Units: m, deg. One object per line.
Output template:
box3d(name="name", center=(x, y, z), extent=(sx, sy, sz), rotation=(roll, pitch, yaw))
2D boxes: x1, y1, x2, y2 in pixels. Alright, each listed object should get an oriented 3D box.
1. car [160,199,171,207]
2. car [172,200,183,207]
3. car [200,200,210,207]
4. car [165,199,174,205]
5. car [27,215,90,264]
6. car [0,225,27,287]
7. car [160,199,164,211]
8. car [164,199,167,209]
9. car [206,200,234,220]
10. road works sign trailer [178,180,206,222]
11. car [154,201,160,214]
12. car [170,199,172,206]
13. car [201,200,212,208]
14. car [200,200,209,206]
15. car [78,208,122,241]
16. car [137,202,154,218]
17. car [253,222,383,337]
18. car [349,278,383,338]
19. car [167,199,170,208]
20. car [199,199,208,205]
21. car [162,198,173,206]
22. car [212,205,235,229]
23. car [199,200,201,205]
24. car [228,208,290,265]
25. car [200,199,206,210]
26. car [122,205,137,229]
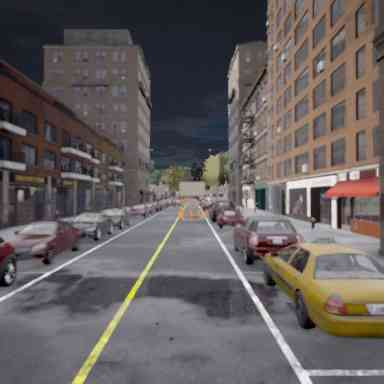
box3d(name="car", center=(-5.373, 2.239, 67.240), extent=(1.752, 1.417, 4.829), rotation=(0, -1, 0))
box3d(name="car", center=(-2.760, 2.209, 64.583), extent=(1.812, 1.442, 4.674), rotation=(0, -1, 1))
box3d(name="car", center=(2.652, 2.260, 67.411), extent=(1.887, 1.381, 4.507), rotation=(0, -1, 0))
box3d(name="car", center=(-5.370, 2.422, 78.447), extent=(1.802, 1.307, 4.206), rotation=(0, -1, 0))
box3d(name="car", center=(-5.384, 1.712, 12.224), extent=(1.802, 1.307, 4.206), rotation=(0, -1, 0))
box3d(name="car", center=(-5.386, 1.512, 6.707), extent=(1.967, 1.590, 4.097), rotation=(0, -1, 0))
box3d(name="car", center=(-5.377, 2.021, 45.337), extent=(1.887, 1.381, 4.507), rotation=(0, -1, 0))
box3d(name="car", center=(-5.376, 2.100, 50.855), extent=(1.947, 1.339, 4.313), rotation=(0, -1, 0))
box3d(name="car", center=(2.644, 1.618, 28.788), extent=(2.192, 1.841, 5.009), rotation=(0, -1, 0))
box3d(name="road works sign trailer", center=(0.006, 0.771, 29.165), extent=(2.380, 3.560, 2.880), rotation=(0, -1, 0))
box3d(name="car", center=(-5.378, 1.969, 39.818), extent=(2.008, 1.369, 4.403), rotation=(0, -1, 0))
box3d(name="car", center=(-5.374, 2.094, 61.892), extent=(1.967, 1.590, 4.097), rotation=(0, -1, 0))
box3d(name="car", center=(2.651, 2.181, 62.063), extent=(1.752, 1.417, 4.829), rotation=(0, -1, 0))
box3d(name="car", center=(2.654, 2.360, 72.928), extent=(1.802, 1.307, 4.206), rotation=(0, -1, 0))
box3d(name="car", center=(-5.383, 1.738, 17.743), extent=(2.008, 1.369, 4.403), rotation=(0, -1, 0))
box3d(name="car", center=(-5.380, 1.942, 34.299), extent=(1.802, 1.307, 4.206), rotation=(0, -1, 0))
box3d(name="car", center=(2.639, 1.599, 6.883), extent=(1.752, 1.417, 4.829), rotation=(0, -1, 0))
box3d(name="car", center=(2.638, 1.565, 1.195), extent=(2.008, 1.369, 4.403), rotation=(0, -1, 0))
box3d(name="car", center=(-5.375, 2.144, 56.373), extent=(2.008, 1.369, 4.403), rotation=(0, -1, 0))
box3d(name="car", center=(2.655, 2.406, 78.446), extent=(1.947, 1.339, 4.313), rotation=(0, -1, 0))
box3d(name="car", center=(-5.372, 2.218, 72.930), extent=(1.967, 1.590, 4.097), rotation=(0, -1, 0))
box3d(name="car", center=(2.643, 1.827, 23.267), extent=(1.802, 1.307, 4.206), rotation=(0, -1, 0))
box3d(name="car", center=(2.650, 2.175, 56.374), extent=(1.802, 1.307, 4.206), rotation=(0, -1, 0))
box3d(name="car", center=(2.641, 1.570, 12.231), extent=(1.967, 1.590, 4.097), rotation=(0, -1, 0))
box3d(name="car", center=(2.649, 2.116, 50.857), extent=(1.802, 1.307, 4.206), rotation=(0, -1, 0))
box3d(name="car", center=(-5.382, 1.796, 23.262), extent=(2.008, 1.369, 4.403), rotation=(0, -1, 0))
